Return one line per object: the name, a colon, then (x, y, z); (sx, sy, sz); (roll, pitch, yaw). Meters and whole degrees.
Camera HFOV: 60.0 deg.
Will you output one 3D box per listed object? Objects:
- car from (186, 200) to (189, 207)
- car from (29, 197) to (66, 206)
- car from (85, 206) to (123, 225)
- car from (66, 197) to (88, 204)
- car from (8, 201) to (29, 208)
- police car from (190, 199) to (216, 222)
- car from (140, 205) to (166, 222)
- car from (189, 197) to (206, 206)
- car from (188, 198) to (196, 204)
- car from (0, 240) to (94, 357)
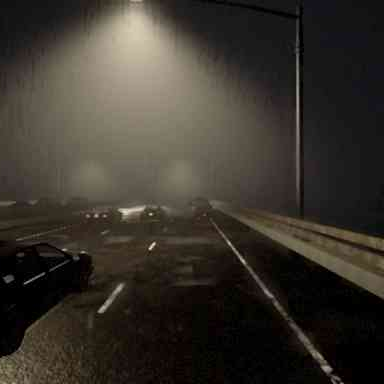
car: (-0.004, 2.108, 63.208); (1.837, 1.490, 4.892); (0, -1, 0)
car: (-21.068, 1.694, 48.850); (2.150, 2.045, 5.566); (0, -1, 0)
car: (-6.901, 1.805, 26.527); (2.033, 1.411, 5.357); (0, -1, 0)
car: (-17.565, 1.710, 50.803); (2.150, 2.045, 5.566); (0, -1, 0)
car: (-24.569, 1.988, 47.977); (1.812, 1.442, 4.674); (0, -1, 0)
police car: (1.048, 1.713, 29.862); (1.930, 1.638, 5.238); (0, -1, 0)
car: (-3.401, 1.850, 29.639); (1.994, 1.385, 4.181); (0, -1, 0)
car: (1.047, 1.661, 45.782); (2.150, 2.045, 5.566); (0, -1, 0)
car: (-0.006, 2.269, 82.392); (2.033, 1.411, 5.357); (0, -1, 0)
car: (-3.399, 1.608, 6.033); (2.033, 1.411, 5.357); (0, -1, 0)
